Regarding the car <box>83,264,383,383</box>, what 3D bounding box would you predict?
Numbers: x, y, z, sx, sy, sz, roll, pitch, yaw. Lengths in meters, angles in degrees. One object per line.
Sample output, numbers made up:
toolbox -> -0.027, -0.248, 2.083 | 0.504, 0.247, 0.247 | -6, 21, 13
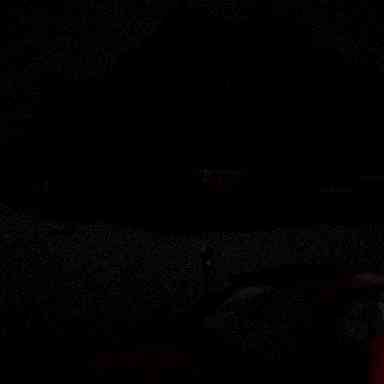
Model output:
car -> 1.163, 1.541, 3.543 | 4.507, 1.381, 1.887 | 0, 0, -31
